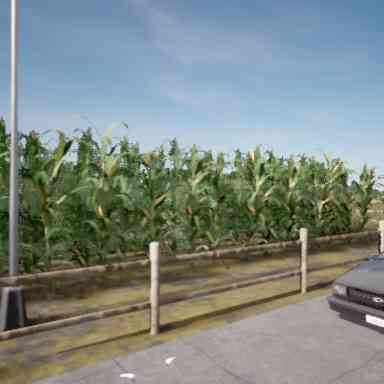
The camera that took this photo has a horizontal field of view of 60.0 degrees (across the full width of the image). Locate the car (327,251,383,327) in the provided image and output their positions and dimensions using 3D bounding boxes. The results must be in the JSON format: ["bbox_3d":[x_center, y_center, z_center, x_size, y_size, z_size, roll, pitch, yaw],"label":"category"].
[{"bbox_3d":[4.966,1.582,6.594,5.357,1.411,2.033,0,0,-35],"label":"car"}]
